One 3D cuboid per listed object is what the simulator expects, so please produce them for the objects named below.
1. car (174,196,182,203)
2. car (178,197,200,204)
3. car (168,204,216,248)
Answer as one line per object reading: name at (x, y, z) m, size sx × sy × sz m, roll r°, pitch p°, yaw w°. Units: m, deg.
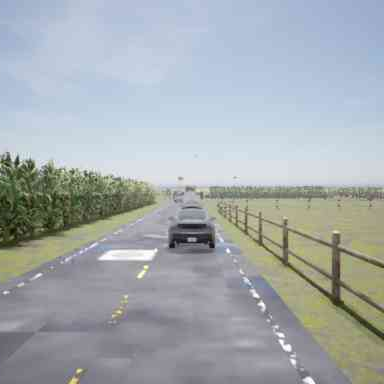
car at (-2.750, 1.488, 68.894) m, size 2.033 × 1.411 × 5.357 m, roll 0°, pitch 0°, yaw 0°
car at (0.000, 1.498, 29.655) m, size 1.837 × 1.490 × 4.892 m, roll 0°, pitch 0°, yaw 0°
car at (0.000, 1.510, 14.653) m, size 1.837 × 1.490 × 4.892 m, roll 0°, pitch 0°, yaw 0°
